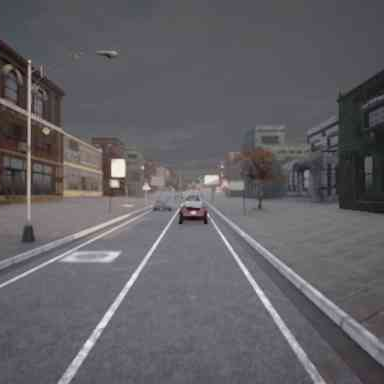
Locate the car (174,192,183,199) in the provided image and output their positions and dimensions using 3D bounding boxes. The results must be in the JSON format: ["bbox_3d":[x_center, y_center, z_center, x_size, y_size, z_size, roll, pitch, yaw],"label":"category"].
[{"bbox_3d":[-3.037,0.935,77.102,2.150,2.045,5.566,0,-1,0],"label":"car"}]

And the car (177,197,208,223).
[{"bbox_3d":[0.088,1.385,24.260,2.163,1.488,4.792,0,0,0],"label":"car"}]

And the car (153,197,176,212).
[{"bbox_3d":[-3.110,1.383,35.722,1.895,1.301,4.718,0,0,0],"label":"car"}]

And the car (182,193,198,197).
[{"bbox_3d":[0.076,1.195,42.107,2.033,1.649,4.856,0,0,0],"label":"car"}]
